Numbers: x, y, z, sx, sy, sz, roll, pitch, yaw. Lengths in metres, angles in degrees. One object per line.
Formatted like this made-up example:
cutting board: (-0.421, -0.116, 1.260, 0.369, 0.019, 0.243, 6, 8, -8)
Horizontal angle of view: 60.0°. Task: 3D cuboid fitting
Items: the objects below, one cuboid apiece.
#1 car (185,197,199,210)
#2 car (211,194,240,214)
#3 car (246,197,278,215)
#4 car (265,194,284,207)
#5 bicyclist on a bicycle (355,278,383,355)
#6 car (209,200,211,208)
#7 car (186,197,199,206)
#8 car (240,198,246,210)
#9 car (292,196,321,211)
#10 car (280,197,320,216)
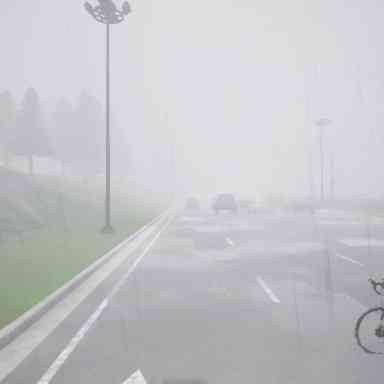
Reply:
car: (0.041, 1.547, 43.682, 2.033, 1.411, 5.357, 0, 0, 0)
car: (3.496, 1.221, 35.642, 2.150, 2.045, 5.566, 0, 0, 1)
car: (7.040, 1.526, 33.992, 1.812, 1.442, 4.674, 0, 0, 0)
car: (10.517, 1.221, 43.214, 2.150, 2.045, 5.566, 0, 0, 0)
bicyclist on a bicycle: (3.056, 1.455, 4.596, 1.656, 1.620, 0.582, -2, 0, 0)
car: (3.481, 1.526, 46.042, 1.812, 1.442, 4.674, 0, 0, 0)
car: (0.017, 1.547, 54.994, 2.033, 1.411, 5.357, 0, 0, -3)
car: (7.019, 1.478, 43.975, 1.882, 1.535, 5.008, 0, 0, 0)
car: (14.036, 1.353, 41.037, 2.097, 1.767, 4.553, 0, 0, 0)
car: (10.546, 1.505, 32.907, 1.837, 1.490, 4.892, 0, 0, 0)
